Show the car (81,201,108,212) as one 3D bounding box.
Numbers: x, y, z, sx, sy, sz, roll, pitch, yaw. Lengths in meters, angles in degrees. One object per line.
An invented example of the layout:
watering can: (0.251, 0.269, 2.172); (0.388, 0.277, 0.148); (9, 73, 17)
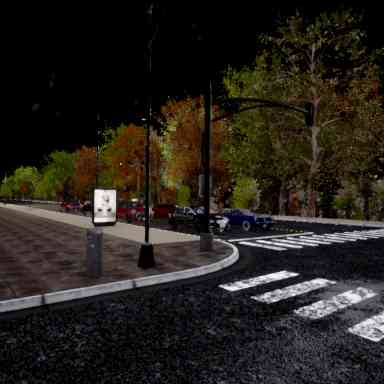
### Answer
car: (-13.557, 1.980, 45.958); (2.033, 1.411, 5.357); (1, -1, -34)

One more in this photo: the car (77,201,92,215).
car: (-10.125, 1.770, 35.222); (2.128, 1.511, 4.902); (1, -1, -35)

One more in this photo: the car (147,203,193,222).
car: (-2.034, 1.750, 29.226); (1.812, 1.442, 4.674); (1, -1, -35)

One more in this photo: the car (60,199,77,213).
car: (-15.727, 1.732, 43.378); (2.097, 1.767, 4.553); (1, -1, -34)

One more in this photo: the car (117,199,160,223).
car: (-4.921, 1.537, 27.692); (2.097, 1.767, 4.553); (1, -1, -35)

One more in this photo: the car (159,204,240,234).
car: (0.298, 1.582, 20.120); (2.128, 1.511, 4.902); (1, -1, -34)

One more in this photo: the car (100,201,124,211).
car: (-11.975, 2.023, 49.530); (1.812, 1.442, 4.674); (1, -1, -34)

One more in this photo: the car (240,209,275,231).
car: (3.121, 1.732, 21.771); (1.895, 1.301, 4.718); (1, -1, -35)

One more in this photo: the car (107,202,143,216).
car: (-7.559, 1.871, 37.220); (2.033, 1.411, 5.357); (1, -1, -35)

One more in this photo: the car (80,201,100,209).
car: (-17.848, 2.203, 57.970); (1.895, 1.301, 4.718); (1, -1, -35)

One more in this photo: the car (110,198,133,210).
car: (-11.590, 1.935, 54.713); (2.097, 1.767, 4.553); (1, -1, -34)
